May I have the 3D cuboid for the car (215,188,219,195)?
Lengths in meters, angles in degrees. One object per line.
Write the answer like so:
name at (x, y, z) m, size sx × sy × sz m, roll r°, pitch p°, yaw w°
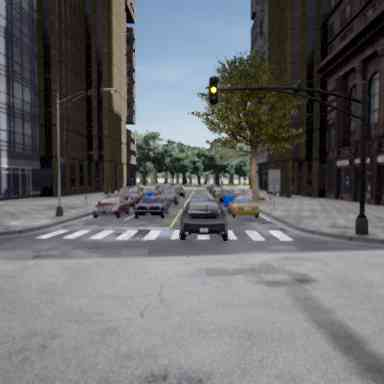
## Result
car at (3.595, 0.561, 33.104) m, size 1.947 × 1.339 × 4.313 m, roll -1°, pitch 2°, yaw 1°

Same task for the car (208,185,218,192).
car at (4.553, -0.713, 72.826) m, size 2.008 × 1.369 × 4.403 m, roll 0°, pitch 2°, yaw 1°

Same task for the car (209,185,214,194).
car at (4.006, 0.005, 50.128) m, size 1.887 × 1.381 × 4.507 m, roll 0°, pitch 2°, yaw 1°

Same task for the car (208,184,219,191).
car at (4.142, -0.170, 55.803) m, size 2.008 × 1.369 × 4.403 m, roll 0°, pitch 2°, yaw 1°

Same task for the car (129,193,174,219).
car at (-2.528, 0.943, 21.884) m, size 1.895 × 1.301 × 4.718 m, roll 0°, pitch 2°, yaw 1°

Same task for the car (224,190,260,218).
car at (3.325, 0.864, 21.922) m, size 1.752 × 1.417 × 4.829 m, roll -1°, pitch 2°, yaw 1°

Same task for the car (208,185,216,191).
car at (4.690, -0.864, 78.502) m, size 1.802 × 1.307 × 4.206 m, roll 0°, pitch 2°, yaw 1°

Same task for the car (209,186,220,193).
car at (4.416, -0.531, 67.152) m, size 2.008 × 1.369 × 4.403 m, roll 0°, pitch 2°, yaw 1°

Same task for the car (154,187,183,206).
car at (-2.255, 0.508, 32.936) m, size 1.837 × 1.490 × 4.892 m, roll 0°, pitch 2°, yaw 2°

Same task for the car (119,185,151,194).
car at (-5.068, 0.482, 27.619) m, size 2.192 × 1.841 × 5.009 m, roll -1°, pitch 2°, yaw 1°

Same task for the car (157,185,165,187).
car at (-4.794, 0.130, 38.970) m, size 2.192 × 1.841 × 5.009 m, roll -1°, pitch 2°, yaw 1°

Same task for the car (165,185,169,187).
car at (-4.654, 0.187, 44.652) m, size 2.008 × 1.369 × 4.403 m, roll -1°, pitch 2°, yaw 1°

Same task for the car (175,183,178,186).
car at (-4.245, -0.464, 61.674) m, size 1.967 × 1.590 × 4.097 m, roll 0°, pitch 2°, yaw 1°

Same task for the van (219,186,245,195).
van at (3.455, 0.511, 27.422) m, size 1.690 × 1.788 × 3.998 m, roll -1°, pitch 2°, yaw 1°

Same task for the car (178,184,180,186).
car at (-4.107, -0.541, 67.352) m, size 1.887 × 1.381 × 4.507 m, roll 0°, pitch 2°, yaw 1°

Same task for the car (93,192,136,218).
car at (-5.202, 0.923, 21.951) m, size 1.802 × 1.307 × 4.206 m, roll -1°, pitch 2°, yaw 1°

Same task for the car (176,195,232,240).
car at (0.493, 1.062, 14.361) m, size 1.837 × 1.490 × 4.892 m, roll 0°, pitch 1°, yaw 1°

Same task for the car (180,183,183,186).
car at (-3.696, -1.086, 84.377) m, size 1.887 × 1.381 × 4.507 m, roll 0°, pitch 2°, yaw 1°

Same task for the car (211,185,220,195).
car at (3.873, 0.160, 44.623) m, size 1.752 × 1.417 × 4.829 m, roll -1°, pitch 2°, yaw 1°

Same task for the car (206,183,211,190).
car at (4.277, -0.586, 61.470) m, size 2.192 × 1.841 × 5.009 m, roll 0°, pitch 2°, yaw 1°

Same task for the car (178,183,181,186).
car at (-3.969, -0.685, 73.028) m, size 1.802 × 1.307 × 4.206 m, roll 0°, pitch 2°, yaw 1°

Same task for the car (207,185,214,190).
car at (4.964, -1.245, 89.851) m, size 1.947 × 1.339 × 4.313 m, roll 0°, pitch 2°, yaw 1°

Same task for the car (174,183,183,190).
car at (-3.561, -1.499, 90.045) m, size 2.192 × 1.841 × 5.009 m, roll 0°, pitch 2°, yaw 1°

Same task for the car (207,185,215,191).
car at (4.831, -1.108, 84.345) m, size 1.752 × 1.417 × 4.829 m, roll 0°, pitch 2°, yaw 1°

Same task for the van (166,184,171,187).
van at (-4.382, -0.382, 55.996) m, size 1.690 × 1.788 × 3.998 m, roll 0°, pitch 2°, yaw 1°

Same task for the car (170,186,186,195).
car at (-1.880, 0.150, 47.402) m, size 1.895 × 1.301 × 4.718 m, roll 0°, pitch 2°, yaw 2°

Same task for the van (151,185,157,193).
van at (-4.930, 0.333, 33.295) m, size 1.690 × 1.788 × 3.998 m, roll -1°, pitch 2°, yaw 1°
